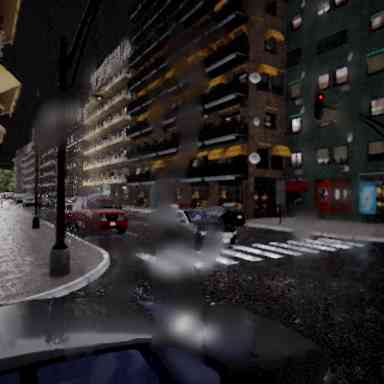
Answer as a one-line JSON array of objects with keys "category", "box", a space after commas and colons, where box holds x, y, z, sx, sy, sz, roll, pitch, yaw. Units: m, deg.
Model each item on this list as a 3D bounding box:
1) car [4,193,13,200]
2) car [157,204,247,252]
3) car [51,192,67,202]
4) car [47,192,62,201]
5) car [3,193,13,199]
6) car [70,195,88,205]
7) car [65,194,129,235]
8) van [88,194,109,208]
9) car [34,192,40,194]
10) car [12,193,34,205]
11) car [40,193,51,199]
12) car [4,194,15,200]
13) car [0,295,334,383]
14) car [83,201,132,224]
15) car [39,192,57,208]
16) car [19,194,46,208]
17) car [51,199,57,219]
[{"category": "car", "box": [-38.021, 1.044, 70.055, 1.887, 1.381, 4.507, 2, -1, -32]}, {"category": "car", "box": [0.090, 1.485, 14.234, 2.128, 1.511, 4.902, 1, 0, -28]}, {"category": "car", "box": [-27.934, 0.988, 69.809, 2.192, 1.841, 5.009, 2, -1, -32]}, {"category": "car", "box": [-30.918, 0.951, 74.513, 2.192, 1.841, 5.009, 2, -1, -32]}, {"category": "car", "box": [-43.991, 1.009, 79.462, 1.802, 1.307, 4.206, 2, -1, -32]}, {"category": "car", "box": [-18.986, 1.328, 55.695, 1.887, 1.381, 4.507, 2, -1, -32]}, {"category": "car", "box": [-5.183, 1.221, 18.313, 2.192, 1.841, 5.009, 2, -1, -32]}, {"category": "van", "box": [-13.012, 1.198, 46.290, 1.690, 1.788, 3.998, 2, -1, -32]}, {"category": "car", "box": [-39.148, 1.057, 82.431, 2.033, 1.411, 5.357, 1, 0, -32]}, {"category": "car", "box": [-26.083, 1.212, 51.238, 1.947, 1.339, 4.313, 2, -1, -32]}, {"category": "car", "box": [-36.984, 1.087, 84.062, 1.752, 1.417, 4.829, 2, -1, -32]}, {"category": "car", "box": [-41.006, 1.045, 74.758, 1.802, 1.307, 4.206, 2, -1, -32]}, {"category": "car", "box": [-1.301, 1.569, 2.153, 5.357, 1.411, 2.033, 1, -1, -32]}, {"category": "car", "box": [-6.578, 1.450, 25.310, 2.033, 1.411, 5.357, 1, 0, -32]}, {"category": "car", "box": [-18.452, 1.107, 44.139, 2.097, 1.767, 4.553, 1, 0, -32]}, {"category": "car", "box": [-20.114, 1.286, 41.831, 1.947, 1.339, 4.313, 2, -1, -32]}, {"category": "car", "box": [-8.175, 1.413, 23.015, 1.887, 1.381, 4.507, 2, -1, -32]}]
